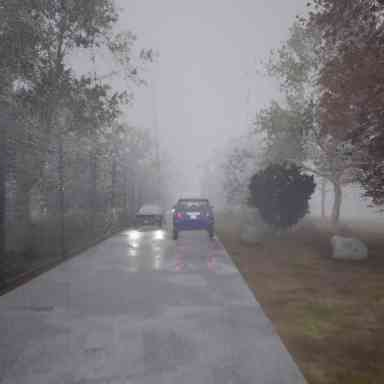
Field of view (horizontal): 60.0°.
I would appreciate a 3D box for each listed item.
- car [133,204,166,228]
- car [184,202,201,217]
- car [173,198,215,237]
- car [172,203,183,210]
[{"bbox_3d":[-2.894,1.653,23.599,1.882,1.535,5.008,0,-1,0],"label":"car"},{"bbox_3d":[0.062,1.890,37.636,1.882,1.535,5.008,0,-1,0],"label":"car"},{"bbox_3d":[0.087,1.336,18.944,2.150,2.045,5.566,0,-1,0],"label":"car"},{"bbox_3d":[-2.711,2.719,64.065,1.895,1.301,4.718,0,-2,1],"label":"car"}]
